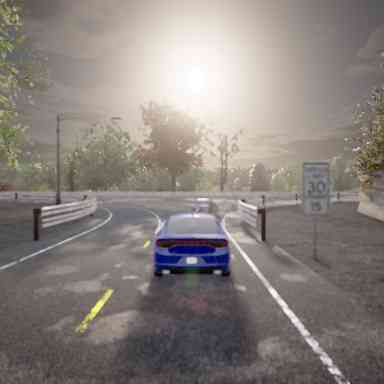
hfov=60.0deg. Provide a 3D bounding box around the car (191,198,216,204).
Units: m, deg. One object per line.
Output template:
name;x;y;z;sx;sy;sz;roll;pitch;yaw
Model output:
car;0.868;1.185;24.760;2.033;1.411;5.357;0;1;11

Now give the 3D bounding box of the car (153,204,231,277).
car;0.023;1.333;9.795;1.882;1.535;5.008;0;1;1
